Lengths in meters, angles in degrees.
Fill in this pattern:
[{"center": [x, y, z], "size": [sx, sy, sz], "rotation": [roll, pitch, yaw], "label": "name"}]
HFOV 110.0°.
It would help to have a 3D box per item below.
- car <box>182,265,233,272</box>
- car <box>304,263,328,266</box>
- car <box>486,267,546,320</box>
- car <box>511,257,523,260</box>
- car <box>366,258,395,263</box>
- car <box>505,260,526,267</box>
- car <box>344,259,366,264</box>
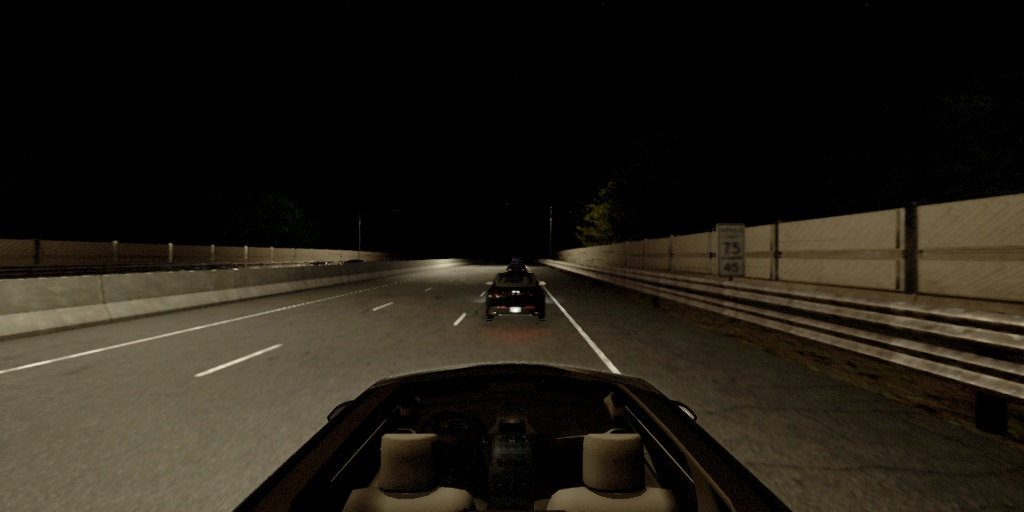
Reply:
[{"center": [-20.795, 1.278, 24.536], "size": [1.994, 1.385, 4.181], "rotation": [0, 0, 1], "label": "car"}, {"center": [-17.188, 1.281, 31.392], "size": [1.994, 1.385, 4.181], "rotation": [0, 0, 1], "label": "car"}, {"center": [0.131, 1.298, 12.612], "size": [1.837, 1.490, 4.892], "rotation": [0, 0, 1], "label": "car"}, {"center": [0.703, 1.225, 52.441], "size": [2.128, 1.511, 4.902], "rotation": [0, 0, 1], "label": "car"}, {"center": [-16.879, 0.918, 46.813], "size": [1.895, 1.301, 4.718], "rotation": [0, 0, 1], "label": "car"}, {"center": [0.469, 1.345, 36.115], "size": [1.895, 1.301, 4.718], "rotation": [0, 0, 1], "label": "car"}, {"center": [-20.388, 1.183, 46.521], "size": [1.882, 1.535, 5.008], "rotation": [0, 0, 1], "label": "car"}]
